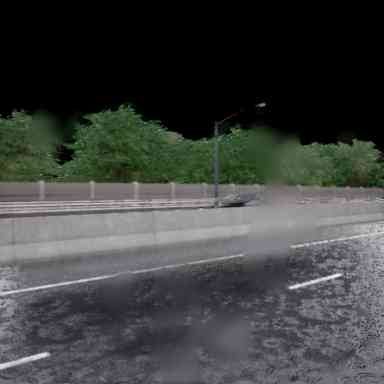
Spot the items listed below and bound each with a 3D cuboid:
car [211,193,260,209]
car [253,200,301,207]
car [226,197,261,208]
[{"bbox_3d":[4.494,1.087,32.964,5.566,2.045,2.150,0,0,-35],"label":"car"},{"bbox_3d":[7.368,1.469,26.425,4.718,1.301,1.895,0,0,-35],"label":"car"},{"bbox_3d":[5.954,1.414,29.712,5.357,1.411,2.033,0,0,-35],"label":"car"}]
